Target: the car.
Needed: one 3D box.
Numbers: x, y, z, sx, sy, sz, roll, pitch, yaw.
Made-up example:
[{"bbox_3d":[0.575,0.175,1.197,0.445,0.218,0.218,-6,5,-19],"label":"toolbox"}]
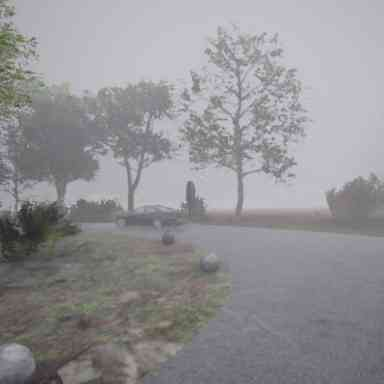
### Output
[{"bbox_3d":[-2.893,1.632,22.230,5.008,1.535,1.882,-1,-1,31],"label":"car"}]
